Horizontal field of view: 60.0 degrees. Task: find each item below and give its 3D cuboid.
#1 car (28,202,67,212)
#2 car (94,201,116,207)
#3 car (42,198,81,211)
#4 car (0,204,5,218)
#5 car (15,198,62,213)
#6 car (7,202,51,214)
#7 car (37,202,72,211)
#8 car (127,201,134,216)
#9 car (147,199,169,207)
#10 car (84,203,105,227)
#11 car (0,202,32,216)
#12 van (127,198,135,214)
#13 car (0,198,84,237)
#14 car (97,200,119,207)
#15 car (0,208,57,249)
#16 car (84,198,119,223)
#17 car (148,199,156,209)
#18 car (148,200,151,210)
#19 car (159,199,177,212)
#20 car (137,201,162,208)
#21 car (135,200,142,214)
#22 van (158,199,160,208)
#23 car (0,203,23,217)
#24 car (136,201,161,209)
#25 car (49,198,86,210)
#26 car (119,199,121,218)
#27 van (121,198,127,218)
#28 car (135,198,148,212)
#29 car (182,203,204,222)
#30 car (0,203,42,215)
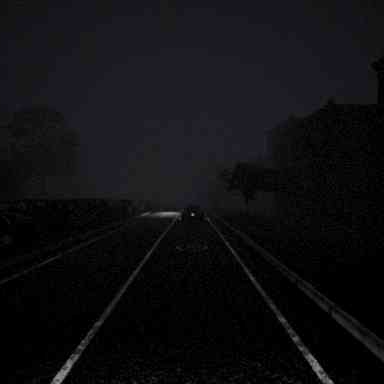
[{"bbox_3d":[-21.953,2.226,50.531,5.008,1.535,2.097,0,-1,0],"label":"car"},{"bbox_3d":[-22.016,2.942,83.977,4.892,1.521,2.231,0,-1,0],"label":"car"},{"bbox_3d":[-21.938,2.089,56.103,5.566,2.045,2.435,0,-1,0],"label":"car"},{"bbox_3d":[-21.932,1.954,33.822,4.674,1.452,2.002,0,-1,0],"label":"car"},{"bbox_3d":[-21.926,1.920,47.750,5.566,2.045,2.435,0,-1,0],"label":"car"},{"bbox_3d":[-21.979,2.148,44.962,4.792,1.488,2.163,0,-1,0],"label":"car"},{"bbox_3d":[-21.960,2.319,53.190,4.674,1.452,2.002,0,-1,0],"label":"car"},{"bbox_3d":[-8.849,1.917,33.923,4.892,1.521,2.231,0,-1,0],"label":"car"},{"bbox_3d":[-8.906,2.758,87.176,5.566,2.045,2.435,0,-1,0],"label":"car"},{"bbox_3d":[-8.854,1.718,22.711,4.892,1.521,2.231,0,-1,0],"label":"car"},{"bbox_3d":[-21.936,2.016,39.393,5.008,1.535,2.097,0,-1,0],"label":"car"},{"bbox_3d":[-8.975,1.741,36.729,4.442,1.987,1.878,0,-1,0],"label":"van"},{"bbox_3d":[-8.877,1.384,17.111,5.566,2.045,2.435,0,-1,0],"label":"car"},{"bbox_3d":[-21.829,2.998,86.753,5.366,1.575,1.946,0,-1,0],"label":"car"},{"bbox_3d":[-8.844,1.600,14.306,4.892,1.521,2.231,0,-1,0],"label":"car"},{"bbox_3d":[-8.877,1.514,25.520,5.566,2.045,2.435,0,-1,0],"label":"car"},{"bbox_3d":[-8.878,2.286,53.542,5.008,1.535,2.097,0,-1,0],"label":"car"},{"bbox_3d":[-8.846,2.204,47.935,4.792,1.488,2.163,0,-1,0],"label":"car"},{"bbox_3d":[-3.333,2.262,51.163,2.128,1.511,4.902,0,-1,0],"label":"car"},{"bbox_3d":[-8.904,2.647,70.355,5.008,1.535,2.097,0,-1,0],"label":"car"},{"bbox_3d":[-8.857,2.018,39.528,5.008,1.535,2.097,0,-1,0],"label":"car"},{"bbox_3d":[-8.780,2.240,61.952,4.442,1.987,1.878,0,-1,0],"label":"van"},{"bbox_3d":[-21.752,1.962,36.607,5.366,1.575,1.946,0,-1,0],"label":"car"},{"bbox_3d":[-8.876,2.616,67.552,4.792,1.488,2.163,0,-1,0],"label":"car"},{"bbox_3d":[-21.943,2.146,58.765,5.566,2.045,2.435,0,-1,0],"label":"car"},{"bbox_3d":[-8.818,1.687,28.318,4.553,1.767,2.185,0,-1,0],"label":"car"},{"bbox_3d":[-8.736,1.638,31.124,4.442,1.987,1.878,0,-1,0],"label":"van"},{"bbox_3d":[-8.895,1.818,42.336,5.566,2.045,2.435,0,-1,0],"label":"car"},{"bbox_3d":[0.075,1.950,30.386,1.994,1.385,4.181,0,-1,0],"label":"car"},{"bbox_3d":[-21.917,2.097,42.177,4.792,1.488,2.163,0,-1,0],"label":"car"}]
